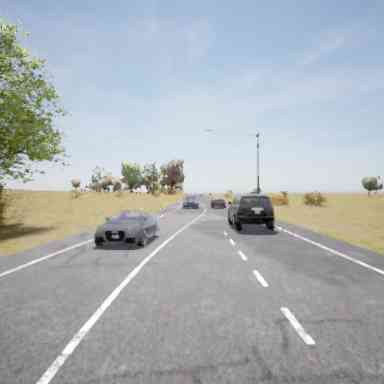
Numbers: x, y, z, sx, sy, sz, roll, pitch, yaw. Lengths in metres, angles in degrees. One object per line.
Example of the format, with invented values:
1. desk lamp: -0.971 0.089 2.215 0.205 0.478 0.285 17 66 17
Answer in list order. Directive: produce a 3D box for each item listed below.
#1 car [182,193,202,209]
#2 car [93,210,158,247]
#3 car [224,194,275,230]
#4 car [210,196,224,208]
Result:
1. car: -0.111 1.213 42.520 2.097 1.767 4.553 0 0 2
2. car: -2.775 1.516 14.733 1.994 1.385 4.181 0 0 5
3. car: 3.508 1.156 20.487 2.150 2.045 5.566 0 0 0
4. car: 3.520 1.342 45.781 2.128 1.511 4.902 0 0 0
